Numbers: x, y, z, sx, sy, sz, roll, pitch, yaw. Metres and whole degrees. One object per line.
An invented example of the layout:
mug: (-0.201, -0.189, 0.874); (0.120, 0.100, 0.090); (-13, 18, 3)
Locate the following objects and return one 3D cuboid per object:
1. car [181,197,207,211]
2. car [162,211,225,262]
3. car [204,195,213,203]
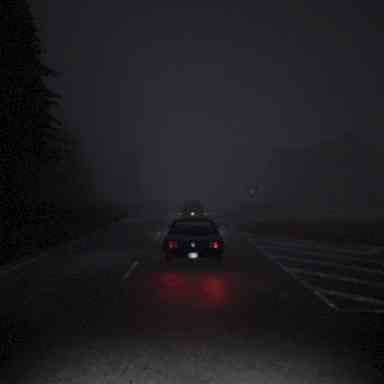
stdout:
car: (0.061, 1.453, 29.291); (1.837, 1.490, 4.892); (0, 1, 0)
car: (0.057, 1.587, 12.074); (1.895, 1.301, 4.718); (0, 0, 0)
car: (2.965, 1.382, 64.641); (1.816, 1.474, 4.193); (-6, 0, -2)
